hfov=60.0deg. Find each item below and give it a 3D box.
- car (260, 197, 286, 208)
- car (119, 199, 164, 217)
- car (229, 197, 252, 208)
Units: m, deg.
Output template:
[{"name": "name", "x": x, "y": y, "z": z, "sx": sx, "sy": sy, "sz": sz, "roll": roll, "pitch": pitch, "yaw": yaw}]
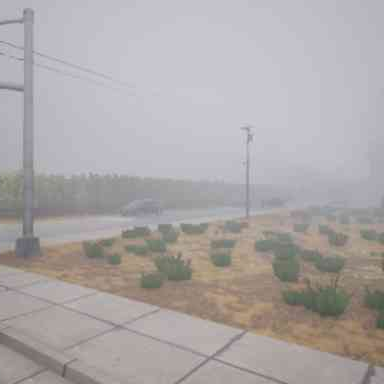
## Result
[{"name": "car", "x": 11.593, "y": 1.468, "z": 47.342, "sx": 1.837, "sy": 1.490, "sz": 4.892, "roll": -1, "pitch": 0, "yaw": 43}, {"name": "car", "x": -4.506, "y": 1.453, "z": 30.124, "sx": 1.837, "sy": 1.490, "sz": 4.892, "roll": 0, "pitch": 0, "yaw": 33}, {"name": "car", "x": 7.134, "y": 1.455, "z": 48.178, "sx": 1.837, "sy": 1.490, "sz": 4.892, "roll": 0, "pitch": 0, "yaw": 33}]
